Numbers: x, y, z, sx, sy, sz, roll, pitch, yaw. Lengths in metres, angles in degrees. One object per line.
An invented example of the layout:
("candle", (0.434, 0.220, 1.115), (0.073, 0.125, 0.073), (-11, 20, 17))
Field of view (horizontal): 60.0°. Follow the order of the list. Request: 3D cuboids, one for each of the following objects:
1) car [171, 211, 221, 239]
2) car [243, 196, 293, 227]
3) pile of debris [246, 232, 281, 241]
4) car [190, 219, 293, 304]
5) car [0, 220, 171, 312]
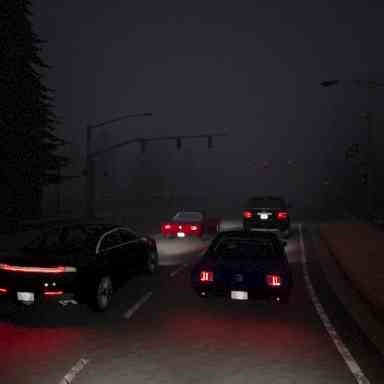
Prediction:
("car", (0.165, 1.601, 16.822), (1.895, 1.301, 4.718), (0, 0, 17))
("car", (4.065, 1.221, 17.638), (2.150, 2.045, 5.566), (0, 0, 17))
("pile of debris", (3.540, 2.175, 16.358), (1.500, 0.140, 1.860), (0, 0, 17))
("car", (1.388, 1.601, 8.243), (1.895, 1.301, 4.718), (0, 0, 13))
("car", (-2.239, 1.492, 7.809), (2.128, 1.511, 4.902), (0, 0, 11))
